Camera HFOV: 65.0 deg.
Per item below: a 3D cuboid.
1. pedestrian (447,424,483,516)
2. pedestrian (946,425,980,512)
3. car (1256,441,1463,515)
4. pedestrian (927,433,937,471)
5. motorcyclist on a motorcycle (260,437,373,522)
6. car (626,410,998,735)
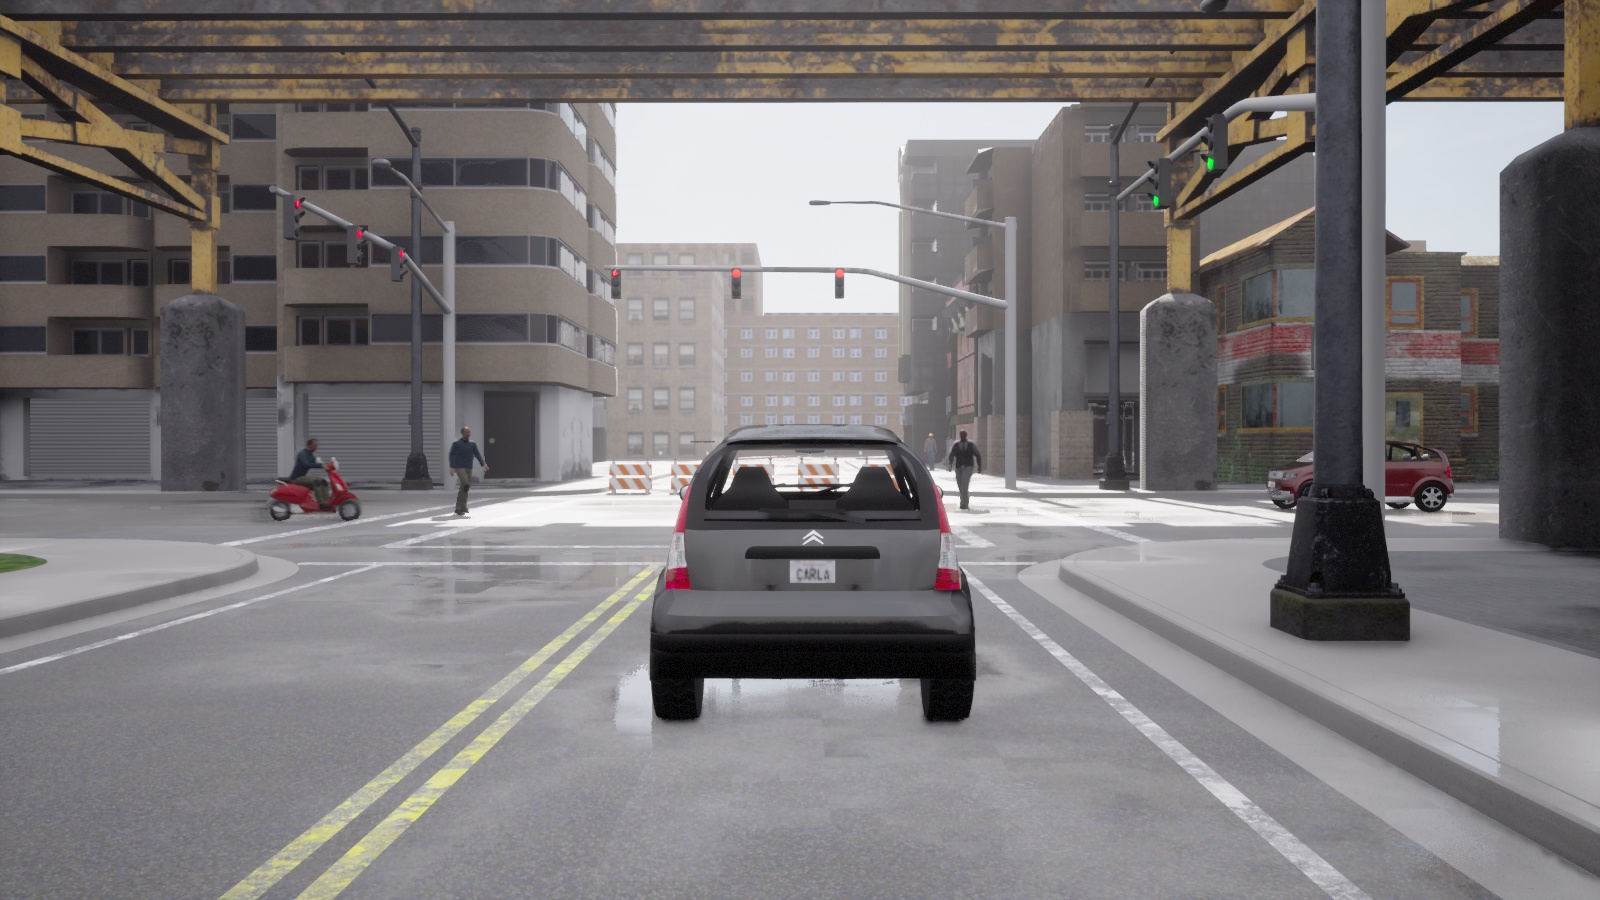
[{"bbox_3d":[-6.832,0.394,25.616,0.726,1.842,0.402,0,0,44],"label":"pedestrian"},{"bbox_3d":[3.595,0.390,27.667,0.563,1.883,0.849,0,0,22],"label":"pedestrian"},{"bbox_3d":[12.146,0.580,27.426,3.705,1.549,1.789,0,0,0],"label":"car"},{"bbox_3d":[6.411,0.072,61.003,0.354,1.836,0.706,0,0,-7],"label":"pedestrian"},{"bbox_3d":[-9.216,0.557,23.977,1.817,1.590,0.866,0,0,0],"label":"motorcyclist on a motorcycle"},{"bbox_3d":[0.073,0.598,8.243,1.851,1.617,3.988,0,0,0],"label":"car"}]
